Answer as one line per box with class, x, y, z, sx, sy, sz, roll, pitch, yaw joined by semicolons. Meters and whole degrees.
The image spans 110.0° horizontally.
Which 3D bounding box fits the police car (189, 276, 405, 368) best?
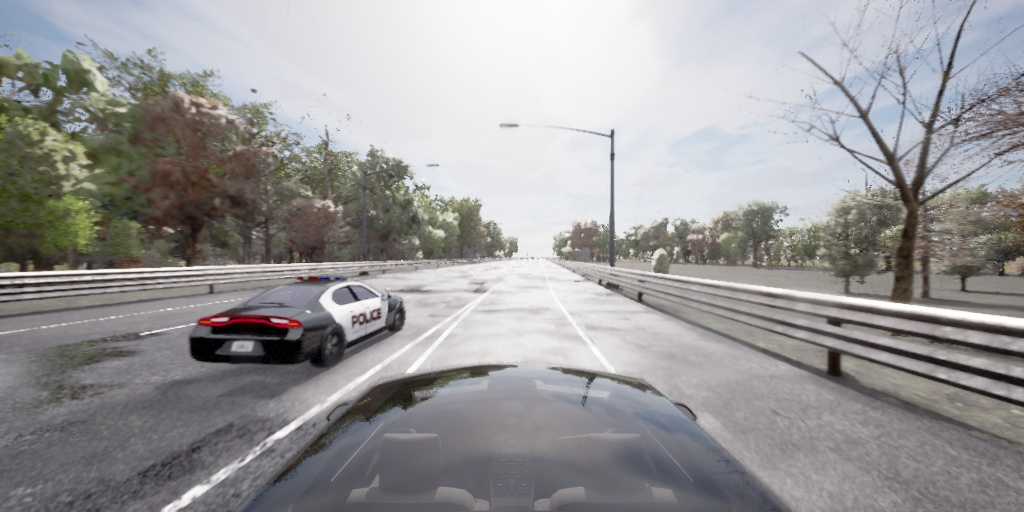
police car;-4.011;1.235;8.002;2.038;1.542;4.974;0;0;4
